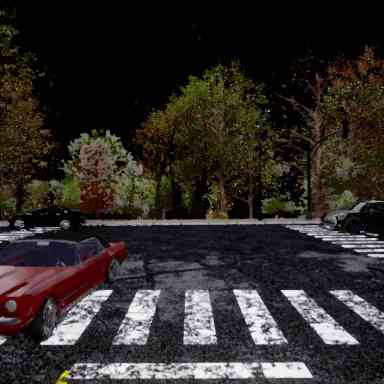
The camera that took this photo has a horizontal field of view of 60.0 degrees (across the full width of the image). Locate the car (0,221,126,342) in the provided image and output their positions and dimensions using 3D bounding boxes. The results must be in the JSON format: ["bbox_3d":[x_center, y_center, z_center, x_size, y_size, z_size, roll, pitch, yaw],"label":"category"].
[{"bbox_3d":[-2.898,1.559,6.645,1.895,1.301,4.718,0,1,6],"label":"car"}]

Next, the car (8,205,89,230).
[{"bbox_3d":[-9.244,1.654,21.524,4.892,1.490,1.837,-1,-1,1],"label":"car"}]

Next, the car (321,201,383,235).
[{"bbox_3d":[9.485,1.263,17.807,4.553,1.767,2.097,-1,-1,-3],"label":"car"}]

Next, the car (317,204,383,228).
[{"bbox_3d":[10.474,1.511,21.230,4.181,1.385,1.994,-1,-1,1],"label":"car"}]
